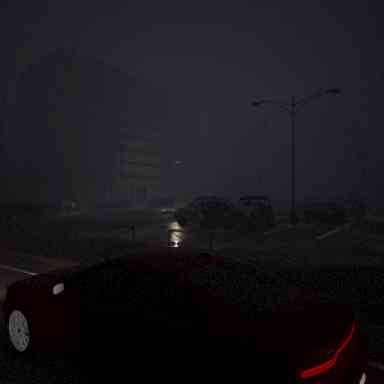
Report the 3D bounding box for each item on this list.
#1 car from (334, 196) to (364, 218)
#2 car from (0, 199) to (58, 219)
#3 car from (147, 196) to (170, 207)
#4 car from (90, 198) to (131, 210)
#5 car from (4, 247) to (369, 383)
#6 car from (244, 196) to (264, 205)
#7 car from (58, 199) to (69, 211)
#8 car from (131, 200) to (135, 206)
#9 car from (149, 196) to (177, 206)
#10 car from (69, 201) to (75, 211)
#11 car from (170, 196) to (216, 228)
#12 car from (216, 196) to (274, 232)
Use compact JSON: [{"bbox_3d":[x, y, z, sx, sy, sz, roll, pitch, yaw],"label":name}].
[{"bbox_3d":[15.339,1.395,32.016,1.970,1.475,3.806,0,0,34],"label":"car"},{"bbox_3d":[-14.657,1.491,28.864,2.128,1.511,4.902,0,0,34],"label":"car"},{"bbox_3d":[-4.704,1.492,50.233,2.128,1.511,4.902,0,0,34],"label":"car"},{"bbox_3d":[-10.378,1.601,41.803,1.895,1.301,4.718,0,0,34],"label":"car"},{"bbox_3d":[-0.525,1.478,4.363,5.008,1.535,1.882,0,0,35],"label":"car"},{"bbox_3d":[11.504,1.526,61.500,1.812,1.442,4.674,0,0,34],"label":"car"},{"bbox_3d":[-15.720,1.547,33.841,2.033,1.411,5.357,0,0,34],"label":"car"},{"bbox_3d":[-10.510,1.547,47.885,2.033,1.411,5.357,0,0,33],"label":"car"},{"bbox_3d":[-4.803,1.492,56.322,2.128,1.511,4.902,0,0,34],"label":"car"},{"bbox_3d":[-16.171,1.526,39.429,1.812,1.442,4.674,0,0,34],"label":"car"},{"bbox_3d":[0.948,1.153,20.726,1.932,1.855,4.605,0,0,34],"label":"car"},{"bbox_3d":[3.316,1.156,19.060,1.905,1.878,3.866,0,0,34],"label":"car"}]
